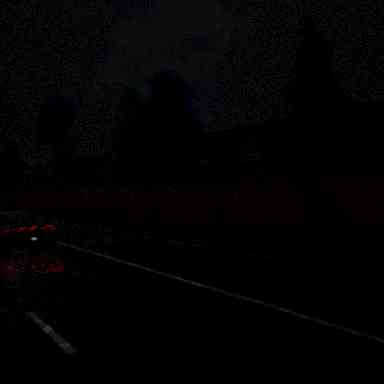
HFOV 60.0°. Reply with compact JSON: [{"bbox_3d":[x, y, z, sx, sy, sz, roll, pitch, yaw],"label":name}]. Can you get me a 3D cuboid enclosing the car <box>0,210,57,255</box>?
[{"bbox_3d":[-7.158,1.489,13.535,1.882,1.535,5.008,-1,1,-41],"label":"car"}]
